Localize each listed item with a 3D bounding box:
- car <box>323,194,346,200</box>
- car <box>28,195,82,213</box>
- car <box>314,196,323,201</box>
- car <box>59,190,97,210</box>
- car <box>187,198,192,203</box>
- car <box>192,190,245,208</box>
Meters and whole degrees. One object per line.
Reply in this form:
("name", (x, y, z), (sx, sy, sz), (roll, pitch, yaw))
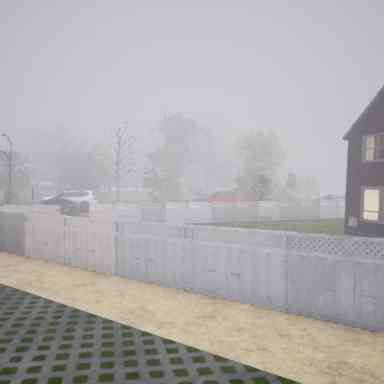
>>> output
("car", (20.090, 1.158, 42.849), (5.357, 1.411, 2.033), (0, 2, -19))
("car", (-13.298, 1.289, 31.790), (4.674, 1.442, 1.812), (0, 2, -17))
("car", (19.060, 1.020, 45.929), (4.674, 1.442, 1.812), (0, 2, -19))
("car", (-13.002, 0.866, 35.295), (5.566, 2.045, 2.150), (0, 2, -18))
("car", (1.802, 1.013, 40.251), (5.008, 1.535, 1.882), (0, 2, -18))
("car", (3.228, 0.863, 37.296), (5.566, 2.045, 2.150), (0, 2, -18))
